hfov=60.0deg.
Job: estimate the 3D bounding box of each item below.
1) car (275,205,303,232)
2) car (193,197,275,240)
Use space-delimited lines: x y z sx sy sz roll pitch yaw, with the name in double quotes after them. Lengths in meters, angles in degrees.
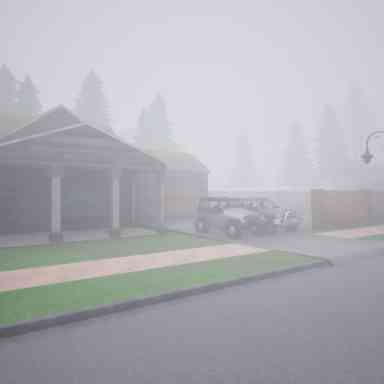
3.549 1.174 17.931 1.932 1.855 4.605 0 0 -36 "car"
1.740 1.176 16.142 1.905 1.878 3.866 0 0 -36 "car"
